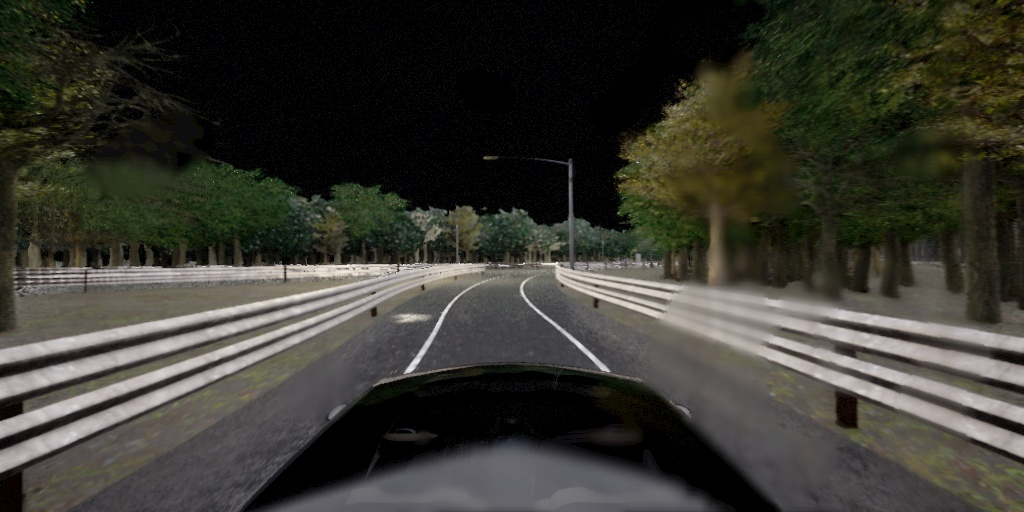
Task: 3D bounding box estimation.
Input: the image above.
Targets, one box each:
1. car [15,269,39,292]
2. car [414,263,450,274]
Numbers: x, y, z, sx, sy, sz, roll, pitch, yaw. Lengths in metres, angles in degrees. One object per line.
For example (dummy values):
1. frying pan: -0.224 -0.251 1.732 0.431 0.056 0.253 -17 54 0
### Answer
1. car: -31.407 1.130 20.319 2.150 2.045 5.566 -1 -1 40
2. car: -10.175 1.579 45.729 2.128 1.511 4.902 -1 -1 40
